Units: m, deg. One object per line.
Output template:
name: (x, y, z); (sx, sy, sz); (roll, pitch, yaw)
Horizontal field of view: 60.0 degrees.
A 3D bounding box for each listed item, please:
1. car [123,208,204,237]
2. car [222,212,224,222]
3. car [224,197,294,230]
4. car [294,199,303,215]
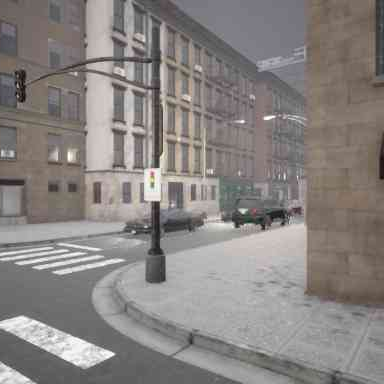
car: (-1.384, 1.629, 18.857); (2.033, 1.411, 5.357); (0, 0, 35)
car: (4.069, 1.695, 26.499); (1.994, 1.385, 4.181); (0, 0, 36)
car: (4.661, 1.335, 22.255); (2.150, 2.045, 5.566); (0, 0, 35)
car: (9.984, 1.537, 34.785); (2.097, 1.767, 4.553); (0, 0, 35)
